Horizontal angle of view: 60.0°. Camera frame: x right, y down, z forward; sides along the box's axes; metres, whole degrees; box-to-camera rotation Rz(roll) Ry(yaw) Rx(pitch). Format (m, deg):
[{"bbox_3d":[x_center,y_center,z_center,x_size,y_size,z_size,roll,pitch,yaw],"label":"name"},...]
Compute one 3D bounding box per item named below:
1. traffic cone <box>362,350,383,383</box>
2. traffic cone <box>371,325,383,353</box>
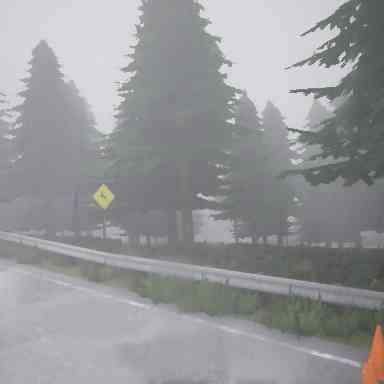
[{"bbox_3d":[1.773,1.956,3.294,0.340,0.580,0.340,0,0,34],"label":"traffic cone"},{"bbox_3d":[2.321,1.956,4.128,0.340,0.580,0.340,0,0,34],"label":"traffic cone"}]
